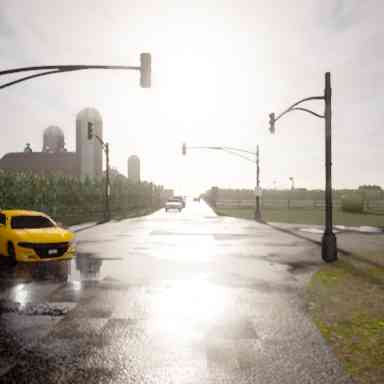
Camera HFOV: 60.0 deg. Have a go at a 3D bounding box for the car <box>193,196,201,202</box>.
[{"bbox_3d":[1.093,1.721,80.184,1.895,1.301,4.718,0,0,1],"label":"car"}]

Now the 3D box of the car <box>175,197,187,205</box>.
[{"bbox_3d":[-1.951,1.618,60.102,2.033,1.411,5.357,0,0,1],"label":"car"}]

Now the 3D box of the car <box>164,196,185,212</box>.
[{"bbox_3d":[-2.197,1.563,40.094,1.812,1.442,4.674,0,0,1],"label":"car"}]

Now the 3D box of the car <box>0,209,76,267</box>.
[{"bbox_3d":[-5.871,1.409,11.686,1.882,1.535,5.008,3,0,-45],"label":"car"}]
